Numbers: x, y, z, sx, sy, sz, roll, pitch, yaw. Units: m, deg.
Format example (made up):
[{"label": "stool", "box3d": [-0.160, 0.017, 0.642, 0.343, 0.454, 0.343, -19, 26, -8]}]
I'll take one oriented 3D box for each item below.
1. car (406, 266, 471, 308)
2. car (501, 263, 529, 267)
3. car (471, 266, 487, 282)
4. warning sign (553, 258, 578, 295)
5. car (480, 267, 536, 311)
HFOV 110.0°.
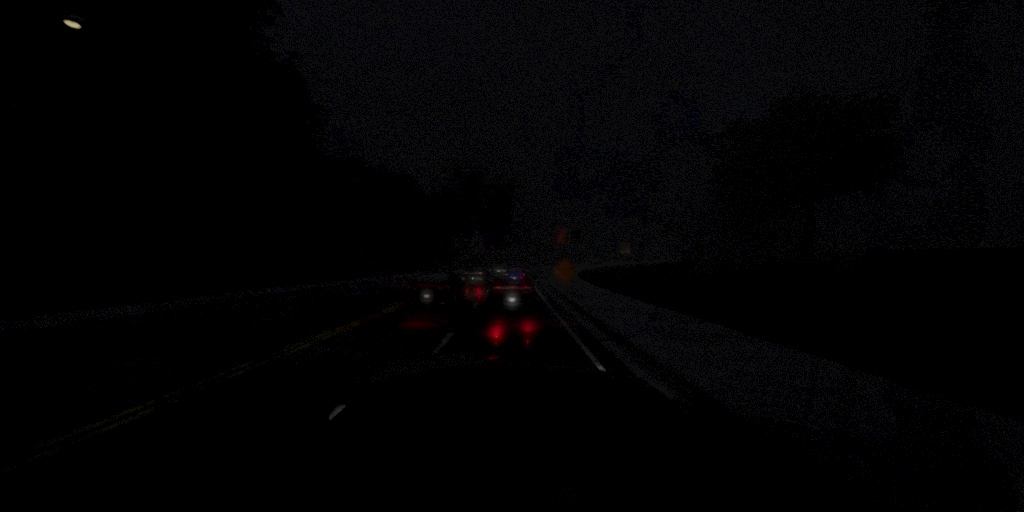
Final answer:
[{"label": "car", "box3d": [-3.221, 1.388, 16.111, 1.882, 1.535, 5.008, 0, 0, 1]}, {"label": "car", "box3d": [0.436, 1.582, 30.456, 1.812, 1.442, 4.674, 0, 0, 5]}, {"label": "car", "box3d": [-2.847, 1.552, 30.248, 2.128, 1.511, 4.902, 0, 0, 5]}, {"label": "warning sign", "box3d": [2.849, 1.057, 18.820, 1.300, 1.860, 1.060, 0, 0, 0]}, {"label": "car", "box3d": [0.021, 1.395, 15.358, 2.128, 1.511, 4.902, 0, 0, 0]}]
